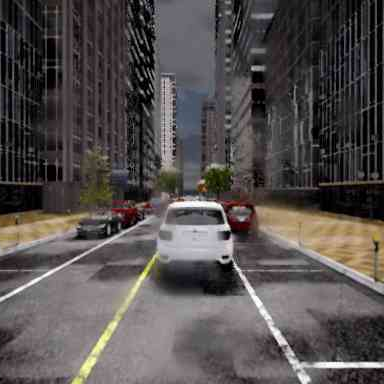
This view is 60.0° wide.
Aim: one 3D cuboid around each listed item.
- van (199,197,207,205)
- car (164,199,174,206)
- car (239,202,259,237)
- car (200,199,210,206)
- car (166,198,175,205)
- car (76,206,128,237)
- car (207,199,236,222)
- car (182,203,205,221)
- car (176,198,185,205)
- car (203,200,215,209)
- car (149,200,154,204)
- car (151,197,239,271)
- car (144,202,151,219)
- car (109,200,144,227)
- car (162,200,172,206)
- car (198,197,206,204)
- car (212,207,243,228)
[{"bbox_3d":[2.700,2.182,81.436,1.690,1.788,3.998,-1,-1,0],"label":"van"},{"bbox_3d":[-5.190,2.325,75.770,1.887,1.381,4.507,-1,-1,0],"label":"car"},{"bbox_3d":[2.552,1.509,19.304,2.192,1.841,5.009,-1,-1,0],"label":"car"},{"bbox_3d":[2.683,2.272,70.137,2.008,1.369,4.403,-1,-1,0],"label":"car"},{"bbox_3d":[-5.178,2.281,81.419,1.967,1.590,4.097,-1,-1,0],"label":"car"},{"bbox_3d":[-5.292,1.744,19.286,2.008,1.369,4.403,-1,-1,0],"label":"car"},{"bbox_3d":[2.573,1.624,30.600,2.192,1.841,5.009,-1,-1,0],"label":"car"},{"bbox_3d":[0.152,1.874,32.305,2.033,1.411,5.357,0,-1,0],"label":"car"},{"bbox_3d":[-2.610,2.073,76.699,1.882,1.535,5.008,0,-1,0],"label":"car"},{"bbox_3d":[2.853,2.084,56.524,1.837,1.490,4.892,0,-1,0],"label":"car"},{"bbox_3d":[-5.250,2.007,41.879,1.802,1.307,4.206,-1,-1,0],"label":"car"},{"bbox_3d":[0.101,1.339,11.415,2.150,2.045,5.566,0,0,0],"label":"car"},{"bbox_3d":[-5.271,1.859,30.583,2.008,1.369,4.403,-1,-1,0],"label":"car"},{"bbox_3d":[-5.285,1.566,24.937,2.192,1.841,5.009,-1,-1,0],"label":"car"},{"bbox_3d":[-5.197,2.302,70.120,1.802,1.307,4.206,-1,-1,0],"label":"car"},{"bbox_3d":[2.721,2.277,92.733,2.192,1.841,5.009,-1,-1,0],"label":"car"},{"bbox_3d":[2.566,1.833,24.949,1.802,1.307,4.206,-1,-1,0],"label":"car"}]
